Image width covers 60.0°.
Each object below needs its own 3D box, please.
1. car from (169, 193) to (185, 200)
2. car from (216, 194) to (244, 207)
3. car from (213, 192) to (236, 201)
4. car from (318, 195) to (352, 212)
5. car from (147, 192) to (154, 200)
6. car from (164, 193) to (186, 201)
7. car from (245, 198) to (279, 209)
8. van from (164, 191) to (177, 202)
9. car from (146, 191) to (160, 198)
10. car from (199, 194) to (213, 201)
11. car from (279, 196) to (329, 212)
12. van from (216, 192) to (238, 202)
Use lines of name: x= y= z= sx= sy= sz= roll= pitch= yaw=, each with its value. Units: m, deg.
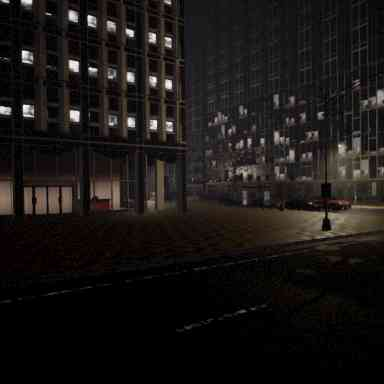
car: x=-3.359 y=0.937 z=73.850 sx=1.802 sy=1.307 sz=4.206 roll=0 pitch=1 yaw=-34
car: x=5.775 y=1.320 z=45.652 sx=1.947 sy=1.339 sz=4.313 roll=0 pitch=1 yaw=-34
car: x=5.814 y=1.030 z=50.258 sx=2.097 sy=1.767 sz=4.553 roll=-1 pitch=1 yaw=-34
car: x=15.128 y=1.178 z=36.681 sx=2.097 sy=1.767 sz=4.553 roll=-1 pitch=1 yaw=-34
car: x=-10.267 y=1.040 z=69.107 sx=2.008 sy=1.369 sz=4.403 roll=0 pitch=1 yaw=-34
car: x=-3.307 y=0.943 z=63.706 sx=1.837 sy=1.490 sz=4.892 roll=-1 pitch=1 yaw=-34
car: x=8.944 y=1.388 z=40.935 sx=1.802 sy=1.307 sz=4.206 roll=0 pitch=1 yaw=-34
van: x=-3.832 y=0.938 z=59.734 sx=1.690 sy=1.788 sz=3.998 roll=0 pitch=1 yaw=-34
car: x=-9.794 y=0.687 z=83.218 sx=1.967 sy=1.590 sz=4.097 roll=0 pitch=1 yaw=-34
car: x=3.076 y=1.044 z=64.479 sx=1.802 sy=1.307 sz=4.206 roll=0 pitch=1 yaw=-34
car: x=12.147 y=1.424 z=36.237 sx=1.947 sy=1.339 sz=4.313 roll=0 pitch=1 yaw=-34
van: x=6.293 y=0.856 z=59.791 sx=1.690 sy=1.788 sz=3.998 roll=0 pitch=1 yaw=-34
